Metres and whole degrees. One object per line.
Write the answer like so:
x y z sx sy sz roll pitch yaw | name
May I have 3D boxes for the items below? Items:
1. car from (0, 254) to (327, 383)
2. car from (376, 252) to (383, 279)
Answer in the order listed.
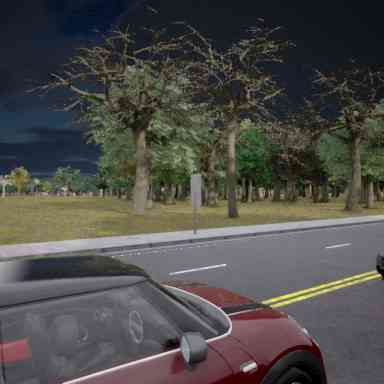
-0.906 1.352 2.792 4.553 1.767 2.097 0 0 -35 | car
6.546 1.605 8.098 4.718 1.301 1.895 0 0 -35 | car
